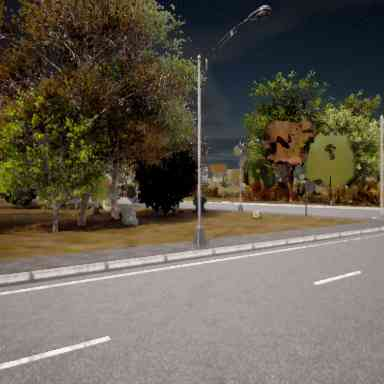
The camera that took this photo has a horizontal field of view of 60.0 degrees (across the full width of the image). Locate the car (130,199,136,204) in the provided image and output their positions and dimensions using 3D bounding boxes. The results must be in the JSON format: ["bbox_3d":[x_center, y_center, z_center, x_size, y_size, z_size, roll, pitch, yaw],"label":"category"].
[{"bbox_3d":[-9.320,1.542,59.894,2.033,1.411,5.357,0,0,-38],"label":"car"}]
